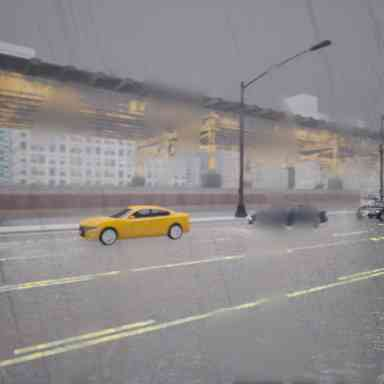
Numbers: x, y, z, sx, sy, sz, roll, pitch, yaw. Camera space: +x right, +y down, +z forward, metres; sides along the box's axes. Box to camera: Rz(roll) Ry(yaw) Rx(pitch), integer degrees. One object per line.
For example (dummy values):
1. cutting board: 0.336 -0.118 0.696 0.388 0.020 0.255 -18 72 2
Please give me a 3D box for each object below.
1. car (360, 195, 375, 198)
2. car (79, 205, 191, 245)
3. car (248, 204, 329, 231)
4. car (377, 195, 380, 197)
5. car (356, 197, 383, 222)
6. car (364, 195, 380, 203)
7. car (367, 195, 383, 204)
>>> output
1. car: 26.591 1.134 54.132 4.536 1.218 1.853 0 0 11
2. car: -2.421 1.357 14.847 5.008 1.535 1.882 0 0 -33
3. car: 5.952 1.454 20.162 5.357 1.411 2.033 0 0 -32
4. car: 30.524 1.304 56.604 2.038 1.542 4.974 1 0 21
5. car: 14.728 1.426 25.729 4.902 1.511 2.128 0 0 -32
6. car: 30.544 1.147 56.651 1.853 1.218 4.536 1 0 21
7. car: 34.631 1.311 60.148 4.974 1.542 2.038 0 0 -4
